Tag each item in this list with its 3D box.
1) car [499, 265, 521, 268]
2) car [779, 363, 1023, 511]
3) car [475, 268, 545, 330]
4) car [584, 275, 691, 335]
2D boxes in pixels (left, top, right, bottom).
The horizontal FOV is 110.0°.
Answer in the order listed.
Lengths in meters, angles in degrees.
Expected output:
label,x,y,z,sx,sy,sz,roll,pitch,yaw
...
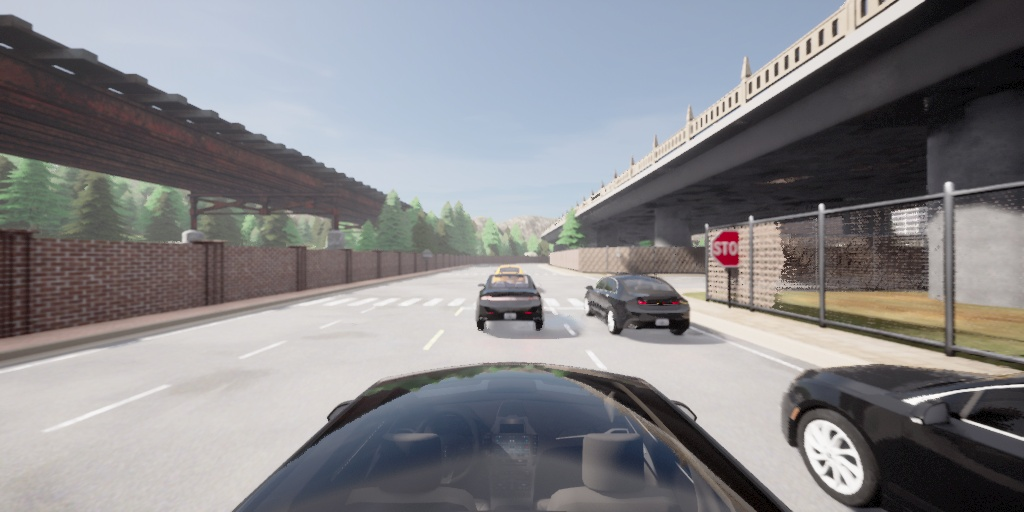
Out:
label,x,y,z,sx,sy,sz,roll,pitch,yaw
car,-0.116,1.322,22.363,1.882,1.535,5.008,0,0,0
car,3.550,1.254,1.503,1.837,1.490,4.892,0,0,-1
car,-0.074,1.284,11.258,2.128,1.511,4.902,0,0,-1
car,3.436,1.295,10.674,1.837,1.490,4.892,0,0,-1
